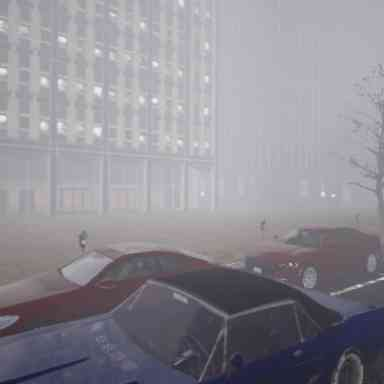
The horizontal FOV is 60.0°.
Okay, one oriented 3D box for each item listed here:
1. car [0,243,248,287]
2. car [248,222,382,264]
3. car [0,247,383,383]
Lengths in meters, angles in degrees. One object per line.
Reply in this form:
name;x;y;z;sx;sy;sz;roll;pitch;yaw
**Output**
car;-1.257;1.582;5.657;4.206;1.307;1.802;0;0;-36
car;3.335;1.547;8.937;4.507;1.381;1.887;0;1;-36
car;-0.004;1.601;3.380;4.718;1.301;1.895;0;0;-36
